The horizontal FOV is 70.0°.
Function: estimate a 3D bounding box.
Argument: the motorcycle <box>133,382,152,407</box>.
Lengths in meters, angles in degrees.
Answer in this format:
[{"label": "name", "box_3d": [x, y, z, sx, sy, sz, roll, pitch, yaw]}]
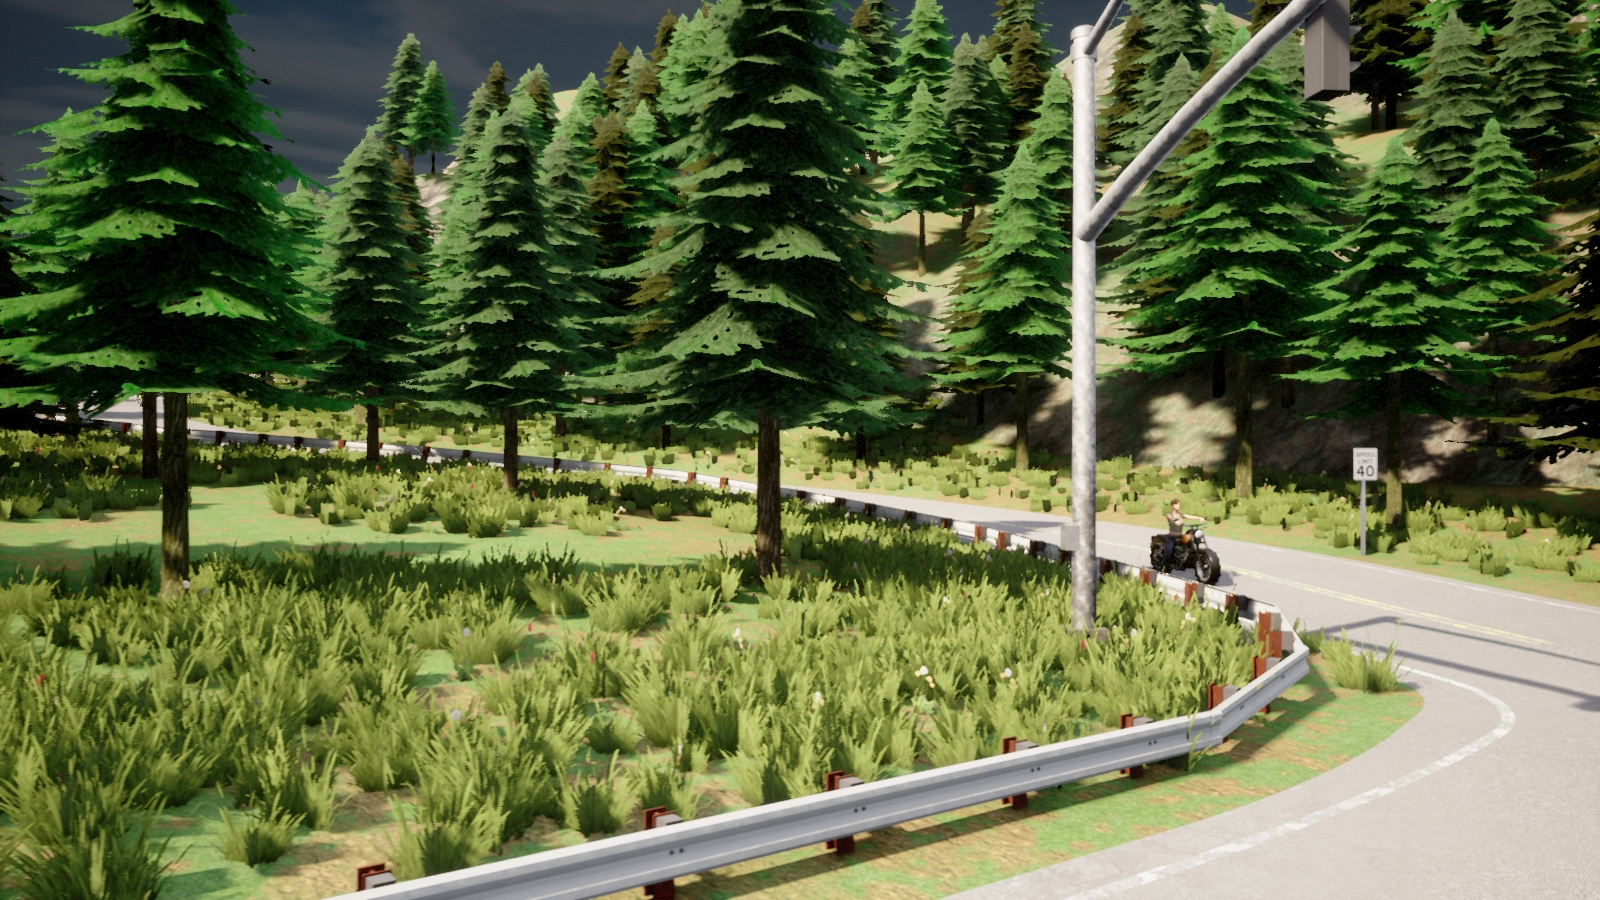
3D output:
[{"label": "motorcycle", "box_3d": [-36.861, -3.107, 64.058, 0.856, 1.316, 1.805, 0, 5, -29]}]
